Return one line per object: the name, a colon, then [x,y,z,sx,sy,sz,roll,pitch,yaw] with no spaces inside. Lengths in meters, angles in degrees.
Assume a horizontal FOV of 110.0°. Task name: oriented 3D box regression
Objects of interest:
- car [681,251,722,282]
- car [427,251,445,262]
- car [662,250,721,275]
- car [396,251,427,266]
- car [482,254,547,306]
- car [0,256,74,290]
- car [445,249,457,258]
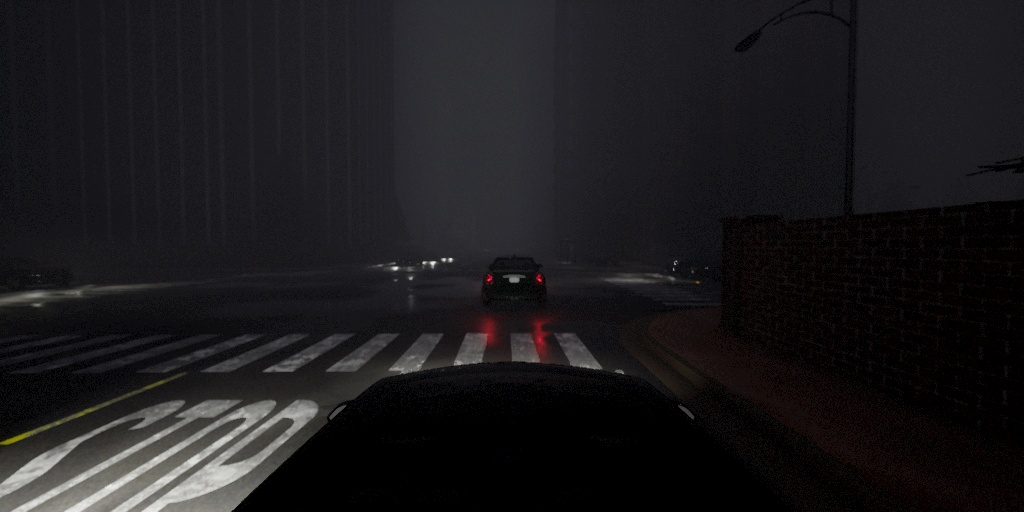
car: [12.841,0.640,20.657,4.902,1.511,2.128,0,2,-1]
car: [-10.582,0.002,47.235,1.994,1.385,4.181,0,2,0]
car: [12.598,0.399,24.168,4.553,1.767,2.097,0,2,0]
car: [-10.588,0.230,37.285,1.837,1.490,4.892,0,2,0]
car: [0.093,0.714,13.408,2.097,1.767,4.553,0,2,1]
car: [-23.817,0.735,16.866,5.008,1.535,1.882,0,2,0]
car: [-10.507,-0.455,60.618,2.128,1.511,4.902,0,2,0]
